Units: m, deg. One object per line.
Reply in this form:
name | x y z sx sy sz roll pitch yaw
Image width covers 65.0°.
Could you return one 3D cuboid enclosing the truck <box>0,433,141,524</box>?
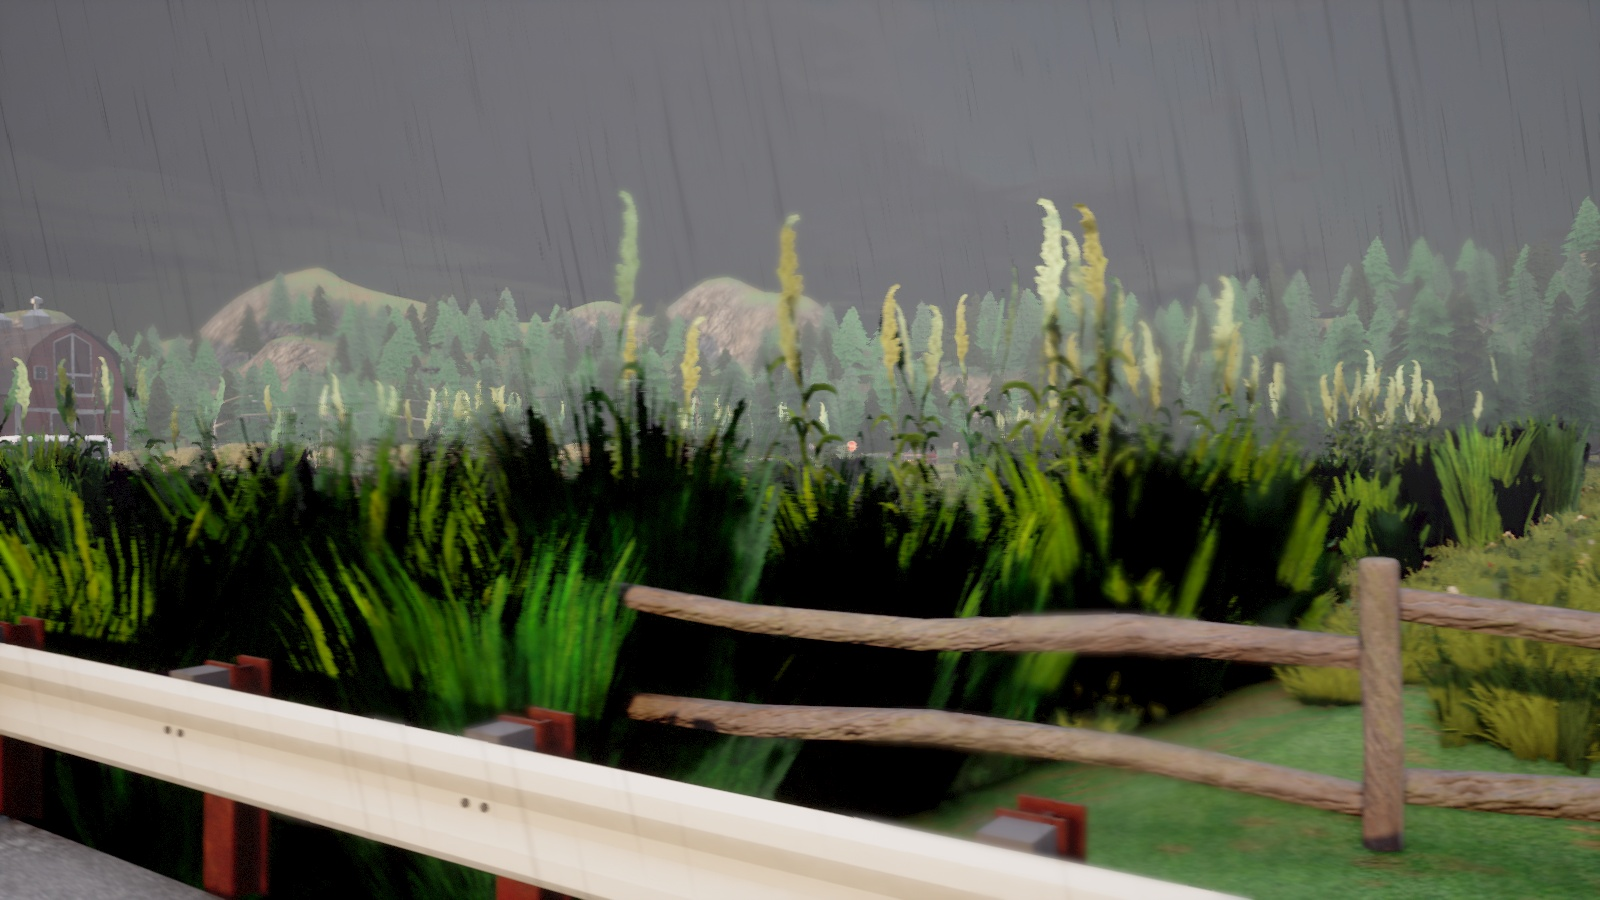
truck | -31.118 1.121 50.343 2.891 3.462 7.936 -2 0 29
